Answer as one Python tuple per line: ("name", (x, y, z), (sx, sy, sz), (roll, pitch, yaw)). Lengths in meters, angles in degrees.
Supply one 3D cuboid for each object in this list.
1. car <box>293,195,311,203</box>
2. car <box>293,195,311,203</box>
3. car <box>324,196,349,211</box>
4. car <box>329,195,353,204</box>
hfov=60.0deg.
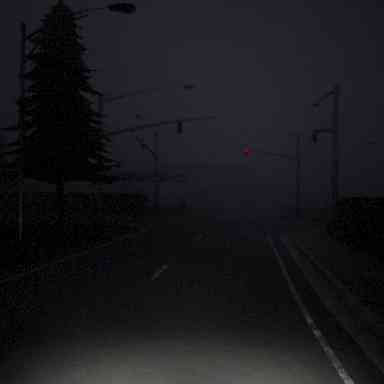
("car", (25.204, 1.836, 76.550), (3.806, 1.475, 1.970), (1, 0, 9))
("car", (26.351, 1.573, 79.732), (3.866, 1.878, 1.905), (1, 0, 9))
("car", (19.690, 1.668, 42.740), (5.027, 1.636, 2.152), (1, 0, 9))
("car", (33.579, 1.677, 75.210), (4.605, 1.855, 1.932), (1, 0, 9))
